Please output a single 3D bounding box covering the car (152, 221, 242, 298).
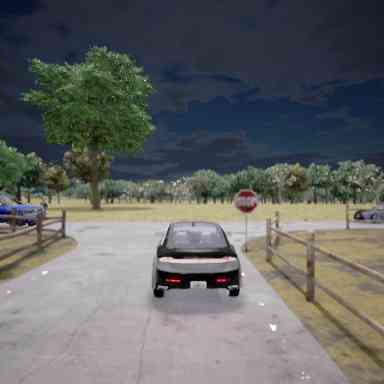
[{"bbox_3d":[0.049,1.497,8.544,2.128,1.511,4.902,0,0,-2],"label":"car"}]

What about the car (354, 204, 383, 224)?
[{"bbox_3d":[13.995,1.548,23.992,4.181,1.385,1.994,0,-1,1],"label":"car"}]

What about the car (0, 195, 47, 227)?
[{"bbox_3d":[-12.150,1.218,20.915,5.566,2.045,2.150,0,-1,3],"label":"car"}]

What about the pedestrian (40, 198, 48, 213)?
[{"bbox_3d":[-12.115,1.414,27.076,0.375,1.860,0.375,0,-1,0],"label":"pedestrian"}]
